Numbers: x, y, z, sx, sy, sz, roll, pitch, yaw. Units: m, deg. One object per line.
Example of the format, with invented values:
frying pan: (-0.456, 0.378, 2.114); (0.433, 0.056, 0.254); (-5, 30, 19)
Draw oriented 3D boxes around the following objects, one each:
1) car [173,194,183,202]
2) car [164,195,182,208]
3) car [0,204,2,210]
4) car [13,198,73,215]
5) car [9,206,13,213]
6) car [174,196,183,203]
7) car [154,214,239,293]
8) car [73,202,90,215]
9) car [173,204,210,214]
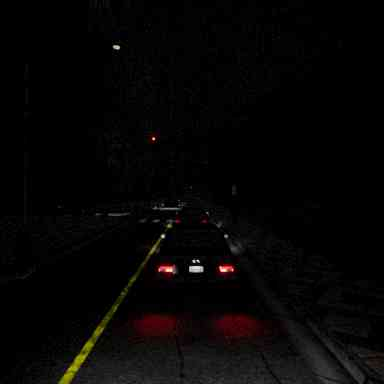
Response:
car: (-3.152, 1.498, 63.795); (2.097, 1.767, 4.553); (0, 0, 0)
car: (-3.138, 1.643, 51.422); (2.033, 1.411, 5.357); (0, 0, 3)
car: (-24.559, 1.752, 38.980); (4.206, 1.307, 1.802); (0, -1, 0)
car: (-13.593, 1.378, 30.496); (4.097, 1.590, 1.967); (0, -2, -1)
car: (-19.072, 1.733, 38.997); (4.313, 1.339, 1.947); (0, -1, 0)
car: (-3.123, 1.724, 76.085); (1.812, 1.442, 4.674); (0, 0, 0)
car: (0.073, 1.552, 8.993); (2.033, 1.411, 5.357); (0, 0, 0)
car: (-12.326, 1.566, 32.970); (4.181, 1.385, 1.994); (0, -2, 5)
car: (0.002, 1.576, 18.298); (1.994, 1.385, 4.181); (0, 0, 1)
